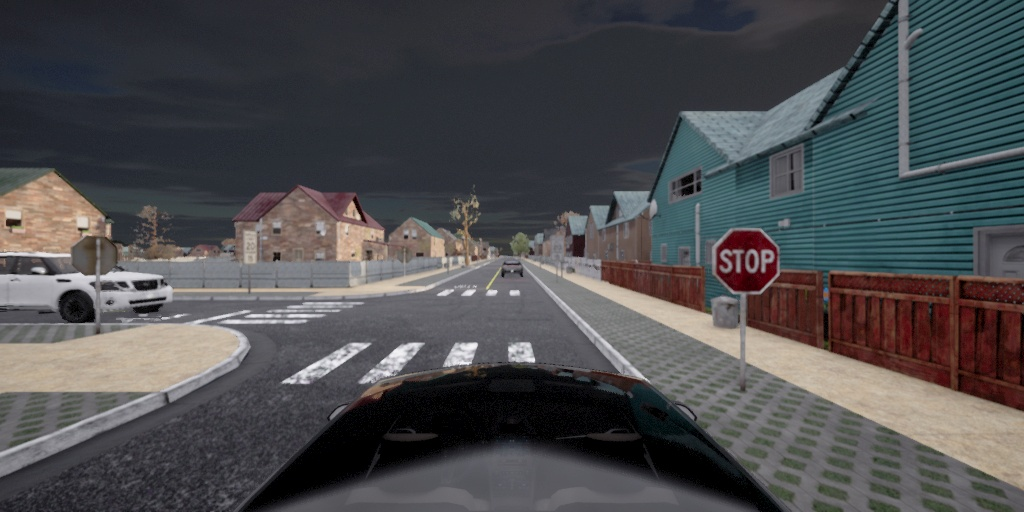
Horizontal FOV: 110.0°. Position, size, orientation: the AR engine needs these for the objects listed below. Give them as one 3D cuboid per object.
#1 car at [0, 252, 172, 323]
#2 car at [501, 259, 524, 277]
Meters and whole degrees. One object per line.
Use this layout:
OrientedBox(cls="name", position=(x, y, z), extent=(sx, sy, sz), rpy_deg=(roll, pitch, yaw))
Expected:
OrientedBox(cls="car", position=(-13.919, 0.889, 11.023), extent=(5.566, 2.045, 2.150), rpy_deg=(0, 0, -1))
OrientedBox(cls="car", position=(0.009, 1.029, 32.349), extent=(2.128, 1.511, 4.902), rpy_deg=(0, 0, 0))
